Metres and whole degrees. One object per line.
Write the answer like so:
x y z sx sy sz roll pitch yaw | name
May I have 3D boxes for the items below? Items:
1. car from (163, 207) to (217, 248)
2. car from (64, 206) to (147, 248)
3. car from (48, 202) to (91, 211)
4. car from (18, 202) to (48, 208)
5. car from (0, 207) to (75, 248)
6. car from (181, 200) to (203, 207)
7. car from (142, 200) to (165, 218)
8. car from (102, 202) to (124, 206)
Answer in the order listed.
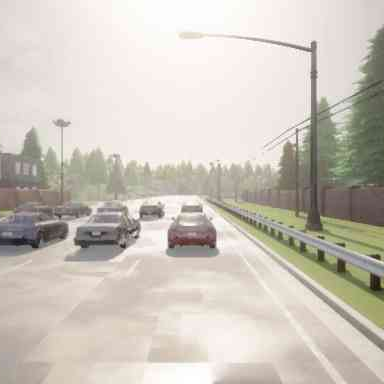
0.000 1.570 14.650 1.994 1.385 4.181 0 0 0 | car
-3.500 1.560 14.650 2.033 1.411 5.357 0 0 0 | car
-10.500 1.560 29.650 2.033 1.411 5.357 0 0 0 | car
-14.000 1.570 29.650 1.994 1.385 4.181 0 0 0 | car
-7.000 1.569 14.650 1.994 1.385 4.181 0 0 0 | car
0.000 1.493 29.650 2.128 1.511 4.902 0 0 0 | car
-3.500 1.492 29.650 2.128 1.511 4.902 0 0 0 | car
-7.000 1.560 29.650 2.033 1.411 5.357 0 0 0 | car
